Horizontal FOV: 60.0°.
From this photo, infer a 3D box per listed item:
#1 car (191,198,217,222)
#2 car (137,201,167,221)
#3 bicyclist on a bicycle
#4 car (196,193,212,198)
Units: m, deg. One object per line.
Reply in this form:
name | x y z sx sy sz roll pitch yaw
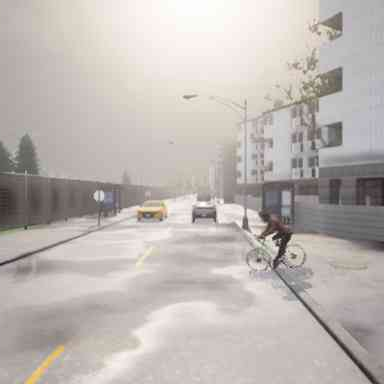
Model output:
car | 0.974 1.457 26.273 2.128 1.511 4.902 0 0 2
car | -3.115 1.443 26.776 1.882 1.535 5.008 0 0 2
bicyclist on a bicycle | 2.275 1.367 9.188 1.656 1.620 0.582 -6 0 2
car | 1.749 1.159 48.482 2.150 2.045 5.566 0 0 2
